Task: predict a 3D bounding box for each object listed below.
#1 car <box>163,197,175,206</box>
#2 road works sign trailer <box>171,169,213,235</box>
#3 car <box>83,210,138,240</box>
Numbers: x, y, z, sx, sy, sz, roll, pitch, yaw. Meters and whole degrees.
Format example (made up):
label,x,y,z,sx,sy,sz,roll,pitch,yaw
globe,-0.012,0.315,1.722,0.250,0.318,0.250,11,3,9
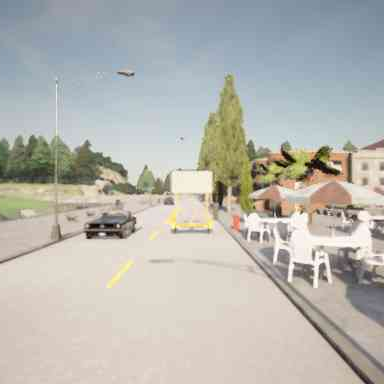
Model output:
label,x,y,z,sx,sy,sz,roll,pitch,yaw
car,-4.061,1.622,59.034,1.837,1.490,4.892,0,0,1
road works sign trailer,-0.004,0.502,19.064,2.380,3.560,2.880,0,0,0
car,-4.104,1.635,17.416,1.895,1.301,4.718,0,0,0
